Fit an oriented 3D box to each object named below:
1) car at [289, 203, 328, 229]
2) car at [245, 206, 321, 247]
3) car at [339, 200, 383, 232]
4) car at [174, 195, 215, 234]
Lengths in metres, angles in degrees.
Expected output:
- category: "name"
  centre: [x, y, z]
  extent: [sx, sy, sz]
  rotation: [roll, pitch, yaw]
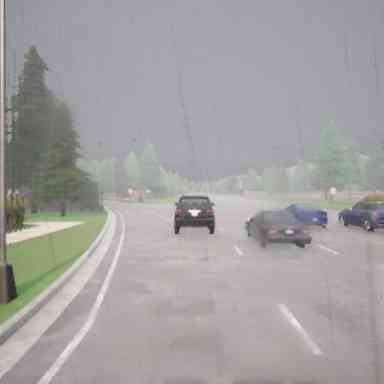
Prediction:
- category: "car"
  centre: [7.141, 1.457, 21.754]
  extent: [1.882, 1.535, 5.008]
  rotation: [0, 0, 0]
- category: "car"
  centre: [3.628, 1.533, 14.847]
  extent: [2.033, 1.411, 5.357]
  rotation: [0, 0, 0]
- category: "car"
  centre: [10.638, 1.335, 19.895]
  extent: [2.097, 1.767, 4.553]
  rotation: [0, 0, 0]
- category: "car"
  centre: [0.136, 1.201, 19.345]
  extent: [2.150, 2.045, 5.566]
  rotation: [0, 0, 0]
